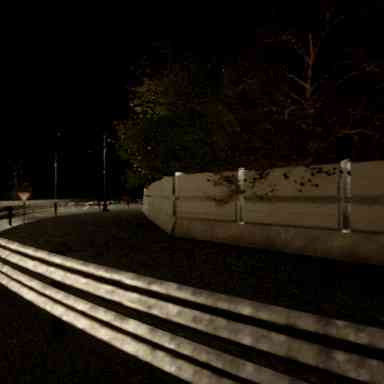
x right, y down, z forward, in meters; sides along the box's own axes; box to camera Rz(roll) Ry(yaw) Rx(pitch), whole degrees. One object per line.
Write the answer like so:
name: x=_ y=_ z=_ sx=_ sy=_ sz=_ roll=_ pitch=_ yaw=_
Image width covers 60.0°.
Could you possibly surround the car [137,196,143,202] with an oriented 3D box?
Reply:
car: x=-14.078 y=1.818 z=93.739 sx=2.097 sy=1.767 sz=4.553 roll=0 pitch=0 yaw=4
